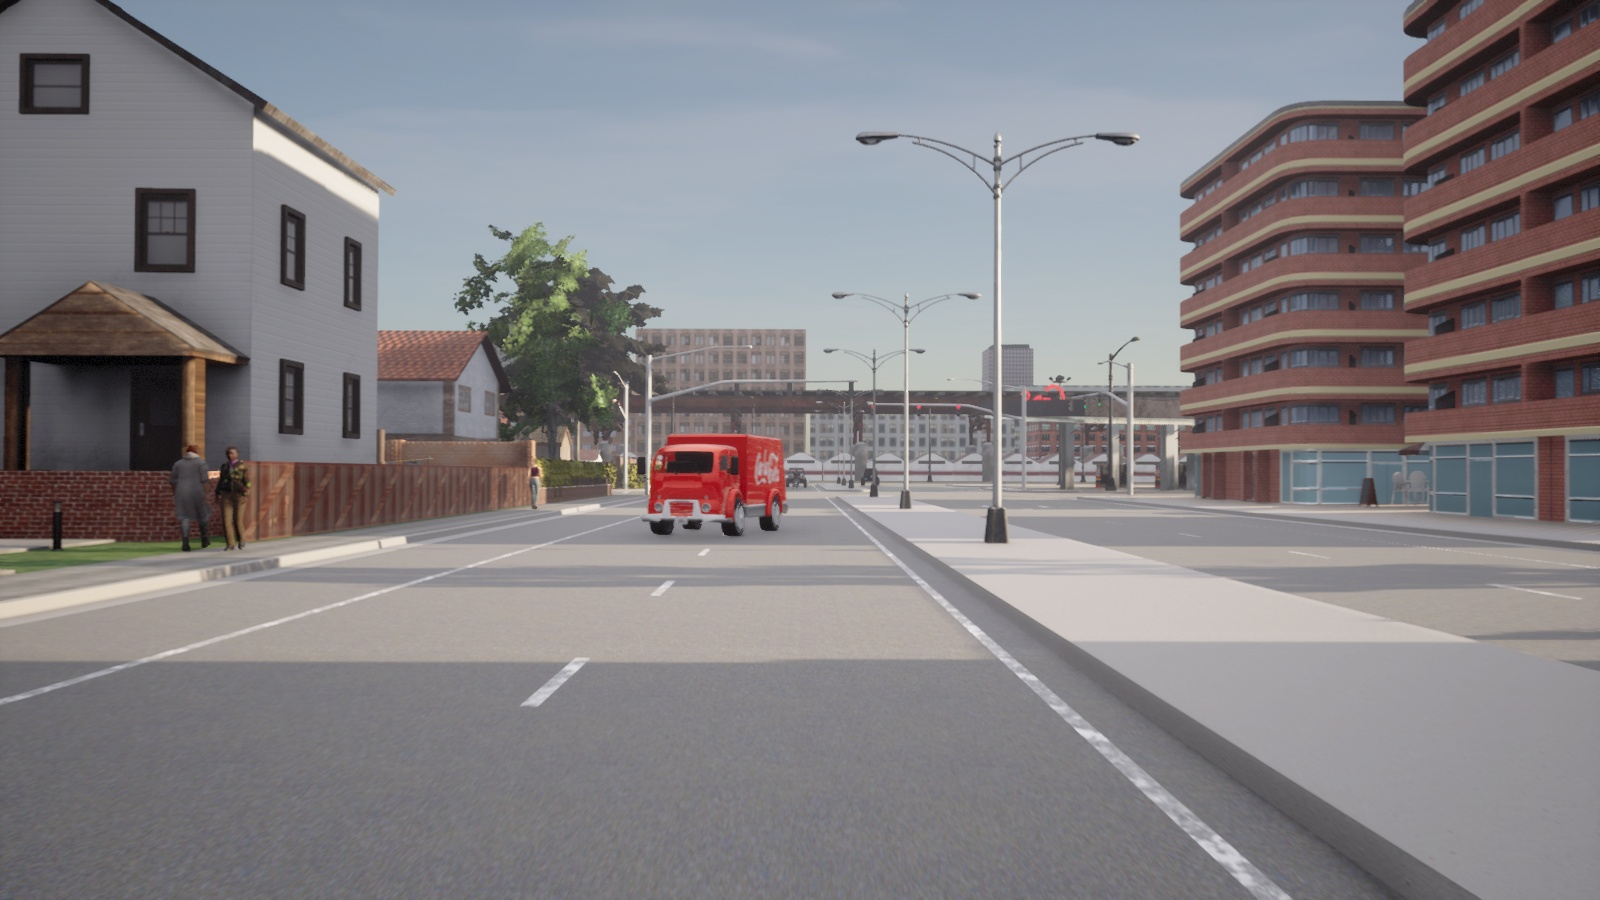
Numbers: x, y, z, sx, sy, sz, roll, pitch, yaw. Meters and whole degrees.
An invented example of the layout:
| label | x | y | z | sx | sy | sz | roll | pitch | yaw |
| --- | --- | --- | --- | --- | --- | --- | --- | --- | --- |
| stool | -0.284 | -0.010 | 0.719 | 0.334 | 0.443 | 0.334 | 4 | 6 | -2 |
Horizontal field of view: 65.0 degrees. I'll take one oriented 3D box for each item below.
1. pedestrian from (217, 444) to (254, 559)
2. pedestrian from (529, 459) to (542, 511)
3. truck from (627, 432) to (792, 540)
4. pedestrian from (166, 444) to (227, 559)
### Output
| label | x | y | z | sx | sy | sz | roll | pitch | yaw |
| --- | --- | --- | --- | --- | --- | --- | --- | --- | --- |
| pedestrian | -9.650 | 0.866 | 21.489 | 0.395 | 1.930 | 0.692 | 0 | -1 | -8 |
| pedestrian | -9.482 | 1.262 | 45.074 | 0.345 | 1.836 | 0.594 | 0 | -1 | 0 |
| truck | -2.115 | 0.863 | 31.485 | 2.627 | 2.467 | 5.204 | 0 | -1 | 14 |
| pedestrian | -10.434 | 0.878 | 21.738 | 0.659 | 1.952 | 0.873 | 0 | -1 | -4 |
